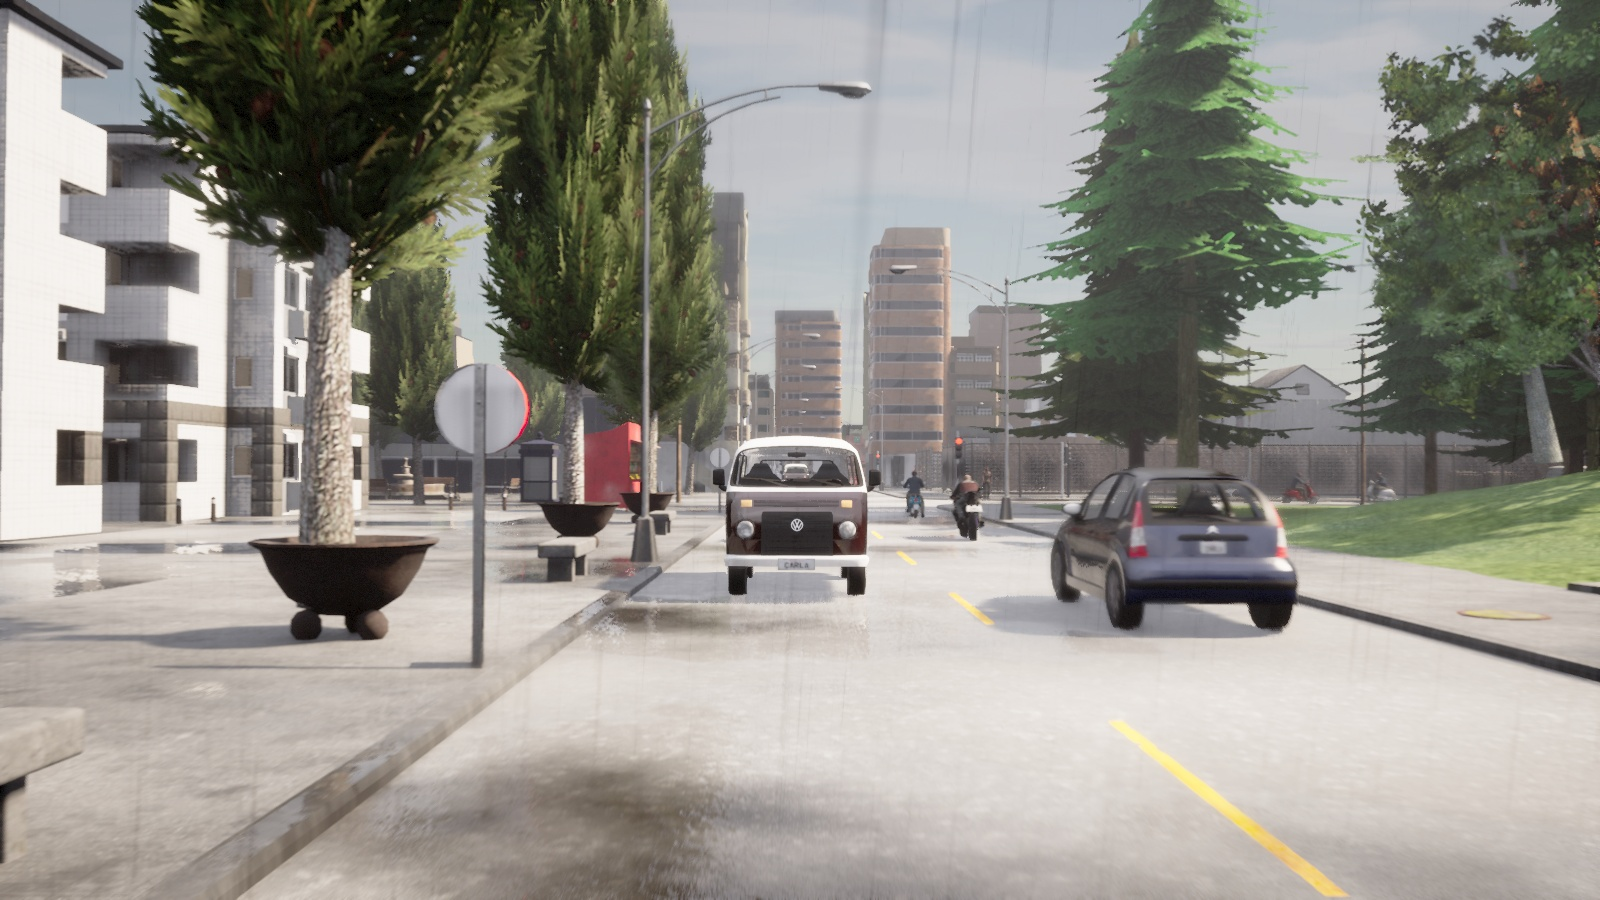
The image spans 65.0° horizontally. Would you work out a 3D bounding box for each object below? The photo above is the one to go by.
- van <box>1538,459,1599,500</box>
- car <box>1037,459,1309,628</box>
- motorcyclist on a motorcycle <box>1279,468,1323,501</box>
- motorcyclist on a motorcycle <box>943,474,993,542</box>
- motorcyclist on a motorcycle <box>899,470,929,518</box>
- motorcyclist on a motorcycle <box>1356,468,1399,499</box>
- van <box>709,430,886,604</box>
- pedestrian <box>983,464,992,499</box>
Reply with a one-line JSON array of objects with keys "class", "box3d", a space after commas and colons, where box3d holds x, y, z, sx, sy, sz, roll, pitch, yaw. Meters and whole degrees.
[{"class": "van", "box3d": [39.142, 1.447, 61.891, 4.442, 1.987, 1.775, 0, -1, -1]}, {"class": "car", "box3d": [3.968, 0.933, 14.095, 1.851, 1.617, 3.988, 0, -1, 0]}, {"class": "motorcyclist on a motorcycle", "box3d": [24.669, 1.705, 61.853, 1.817, 1.590, 0.866, 0, -1, 0]}, {"class": "motorcyclist on a motorcycle", "box3d": [3.935, 1.328, 29.531, 0.866, 1.530, 2.191, 0, -1, 0]}, {"class": "motorcyclist on a motorcycle", "box3d": [3.876, 1.468, 42.718, 0.866, 1.590, 1.817, 0, -1, 0]}, {"class": "motorcyclist on a motorcycle", "box3d": [30.274, 1.749, 65.869, 1.817, 1.590, 0.866, 0, -1, 0]}, {"class": "van", "box3d": [-0.040, 0.822, 16.960, 2.069, 2.038, 4.480, 0, -1, 0]}, {"class": "pedestrian", "box3d": [9.725, 1.644, 65.276, 0.328, 1.805, 0.869, 0, -1, 0]}]
